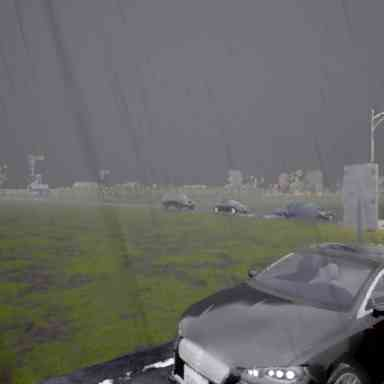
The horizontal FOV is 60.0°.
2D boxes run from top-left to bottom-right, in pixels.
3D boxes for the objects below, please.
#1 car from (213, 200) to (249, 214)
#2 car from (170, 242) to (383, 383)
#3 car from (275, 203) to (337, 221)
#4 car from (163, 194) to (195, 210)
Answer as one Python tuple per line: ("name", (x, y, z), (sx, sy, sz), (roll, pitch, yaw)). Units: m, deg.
("car", (4.313, 1.653, 37.341), (1.837, 1.490, 4.892), (0, 0, -35))
("car", (2.027, 1.518, 4.527), (4.902, 1.511, 2.128), (0, 0, -36))
("car", (9.788, 1.697, 29.138), (2.033, 1.411, 5.357), (0, 0, -33))
("car", (-1.936, 1.365, 46.003), (2.150, 2.045, 5.566), (0, 0, -37))
